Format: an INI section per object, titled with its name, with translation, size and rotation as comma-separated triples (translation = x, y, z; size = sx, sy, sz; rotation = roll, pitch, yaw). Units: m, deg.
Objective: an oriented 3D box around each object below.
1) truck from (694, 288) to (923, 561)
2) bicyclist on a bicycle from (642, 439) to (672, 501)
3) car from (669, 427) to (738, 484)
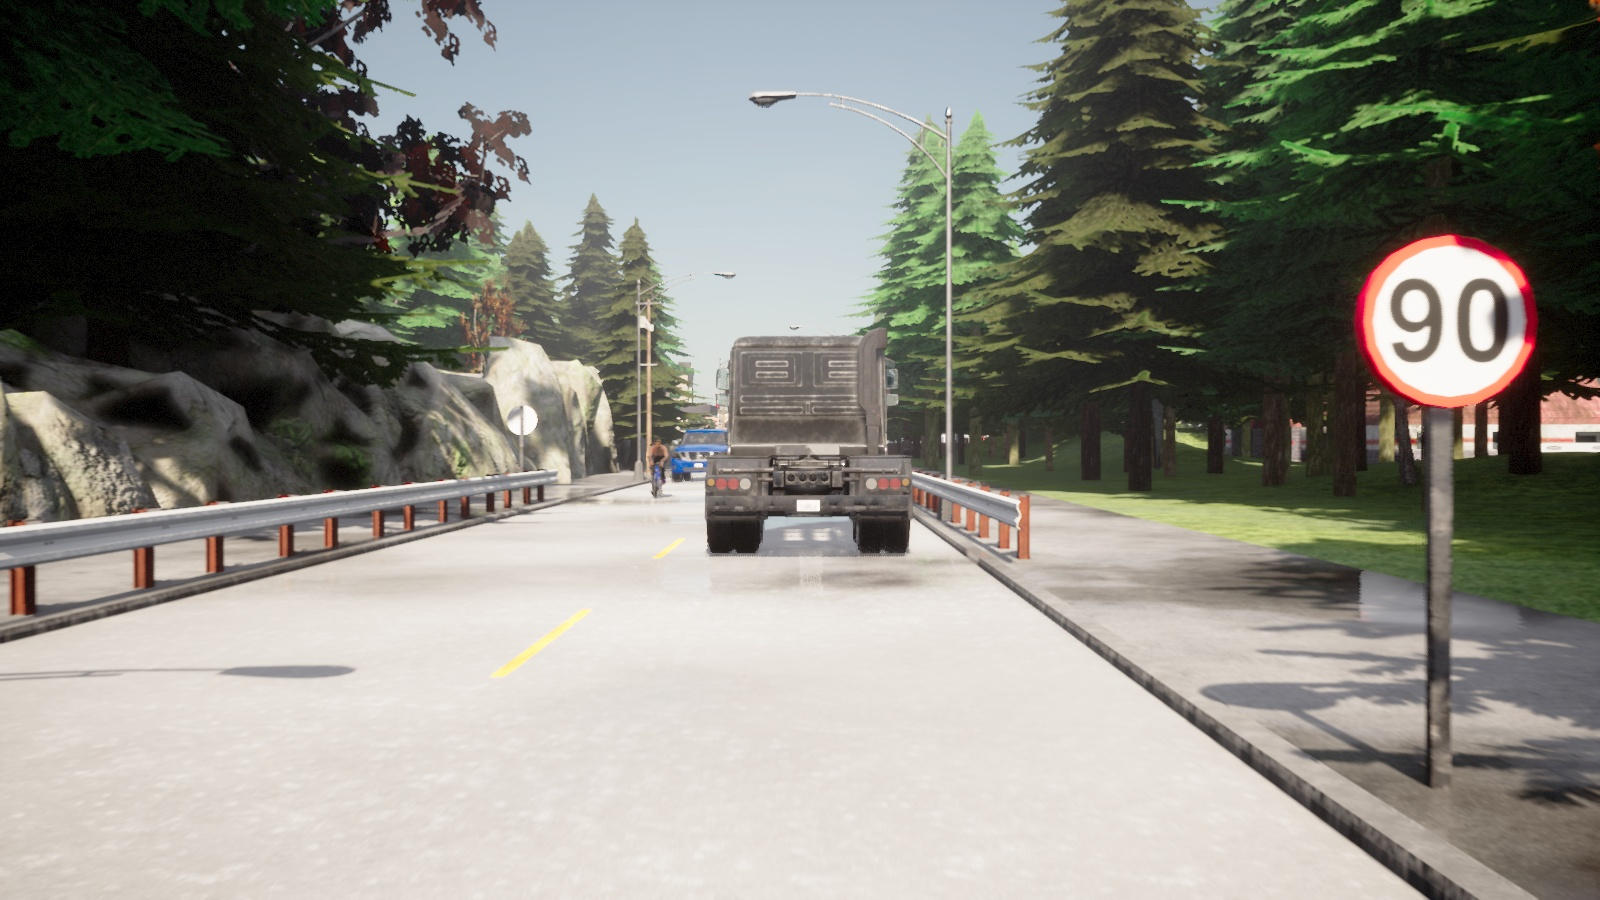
[truck]
translation = 0.124, -0.347, 19.868
size = 2.891, 3.462, 7.936
rotation = 0, 0, 0
[bicyclist on a bicycle]
translation = -3.793, 0.508, 33.345
size = 0.582, 1.620, 1.656
rotation = 0, 1, 0
[car]
translation = -3.655, 0.189, 48.468
size = 2.150, 2.045, 5.566
rotation = 0, 0, 1
